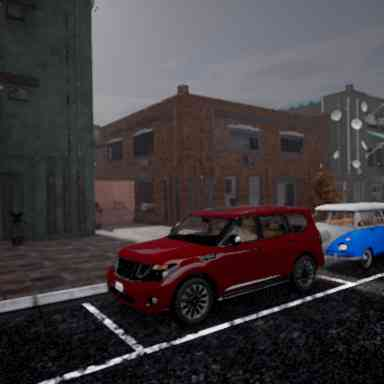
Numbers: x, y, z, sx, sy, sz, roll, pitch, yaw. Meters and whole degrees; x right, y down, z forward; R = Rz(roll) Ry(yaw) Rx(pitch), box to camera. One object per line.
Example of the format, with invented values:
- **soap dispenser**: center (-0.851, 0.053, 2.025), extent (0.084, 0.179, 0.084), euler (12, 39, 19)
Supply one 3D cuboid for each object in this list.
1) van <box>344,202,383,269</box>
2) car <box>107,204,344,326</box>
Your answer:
- **van**: center (5.301, 1.239, 10.395), extent (3.998, 1.788, 1.690), euler (-1, 0, -36)
- **car**: center (0.797, 1.269, 7.155), extent (5.009, 1.841, 2.192), euler (-1, 0, -36)
